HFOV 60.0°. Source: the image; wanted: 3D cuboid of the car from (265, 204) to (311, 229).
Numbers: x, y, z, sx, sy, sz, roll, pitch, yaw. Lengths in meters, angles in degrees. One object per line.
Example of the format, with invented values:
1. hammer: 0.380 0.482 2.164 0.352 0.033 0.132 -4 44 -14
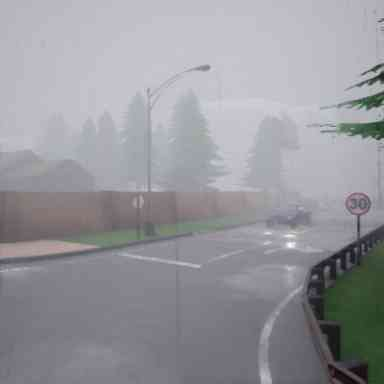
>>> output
1. car: 6.507 1.543 22.103 1.812 1.442 4.674 -1 0 36
